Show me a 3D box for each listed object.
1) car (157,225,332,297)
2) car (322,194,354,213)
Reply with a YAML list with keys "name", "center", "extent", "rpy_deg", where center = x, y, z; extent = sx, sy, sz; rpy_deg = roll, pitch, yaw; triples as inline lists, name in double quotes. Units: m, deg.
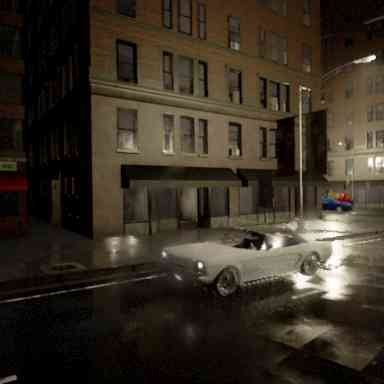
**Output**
- name: "car"
  center: [1.512, 1.595, 8.701]
  extent: [4.718, 1.301, 1.895]
  rpy_deg: [0, 0, -35]
- name: "car"
  center: [14.373, 1.321, 35.230]
  extent: [1.882, 1.535, 5.008]
  rpy_deg: [-1, 1, -44]
